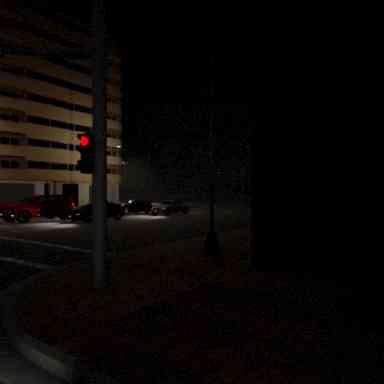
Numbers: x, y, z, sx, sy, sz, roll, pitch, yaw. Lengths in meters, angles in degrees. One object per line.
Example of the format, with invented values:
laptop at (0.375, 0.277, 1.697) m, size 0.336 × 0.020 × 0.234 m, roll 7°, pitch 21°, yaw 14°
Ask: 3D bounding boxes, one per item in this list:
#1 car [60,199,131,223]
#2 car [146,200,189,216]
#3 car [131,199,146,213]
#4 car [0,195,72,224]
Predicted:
car at (-7.404, 1.516, 25.956) m, size 1.837 × 1.490 × 4.892 m, roll 0°, pitch 0°, yaw 35°
car at (-2.104, 1.538, 33.493) m, size 1.812 × 1.442 × 4.674 m, roll 0°, pitch 0°, yaw 35°
car at (-6.109, 1.505, 33.888) m, size 2.128 × 1.511 × 4.902 m, roll 0°, pitch 0°, yaw 35°
car at (-11.809, 1.235, 25.766) m, size 2.150 × 2.045 × 5.566 m, roll 0°, pitch 0°, yaw 35°
